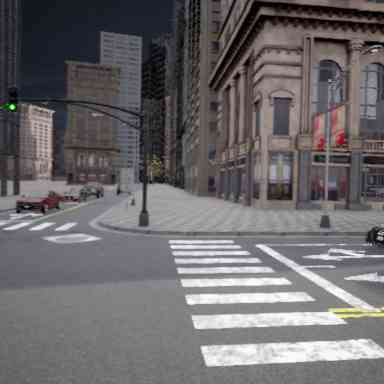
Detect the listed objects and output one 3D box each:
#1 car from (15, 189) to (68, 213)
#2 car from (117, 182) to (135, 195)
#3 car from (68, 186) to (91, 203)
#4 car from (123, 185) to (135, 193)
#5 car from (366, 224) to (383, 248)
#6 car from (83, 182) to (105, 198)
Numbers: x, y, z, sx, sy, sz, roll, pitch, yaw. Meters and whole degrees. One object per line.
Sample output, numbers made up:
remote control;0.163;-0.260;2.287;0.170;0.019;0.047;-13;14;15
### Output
car;-10.746;0.589;23.688;1.882;1.535;5.008;1;2;-5
car;-10.817;-0.538;53.658;2.150;2.045;5.566;1;2;-6
car;-11.832;0.363;33.515;1.994;1.385;4.181;1;2;-6
car;-12.047;-0.572;64.022;1.837;1.490;4.892;1;2;-6
car;8.369;1.421;11.491;4.181;1.385;1.994;1;1;-6
car;-12.951;-0.304;43.876;2.150;2.045;5.566;1;2;-6
